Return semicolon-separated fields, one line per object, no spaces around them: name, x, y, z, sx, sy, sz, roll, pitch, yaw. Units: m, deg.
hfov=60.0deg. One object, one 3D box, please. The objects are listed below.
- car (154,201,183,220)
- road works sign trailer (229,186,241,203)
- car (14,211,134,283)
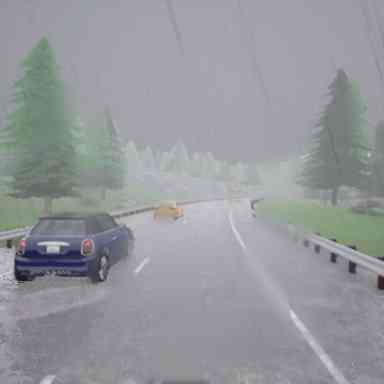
car;-1.889;1.465;27.726;1.882;1.535;5.008;0;0;6
road works sign trailer;8.998;0.453;69.682;2.380;3.560;2.880;0;0;16
car;-3.136;1.344;9.820;2.097;1.767;4.553;0;0;2
